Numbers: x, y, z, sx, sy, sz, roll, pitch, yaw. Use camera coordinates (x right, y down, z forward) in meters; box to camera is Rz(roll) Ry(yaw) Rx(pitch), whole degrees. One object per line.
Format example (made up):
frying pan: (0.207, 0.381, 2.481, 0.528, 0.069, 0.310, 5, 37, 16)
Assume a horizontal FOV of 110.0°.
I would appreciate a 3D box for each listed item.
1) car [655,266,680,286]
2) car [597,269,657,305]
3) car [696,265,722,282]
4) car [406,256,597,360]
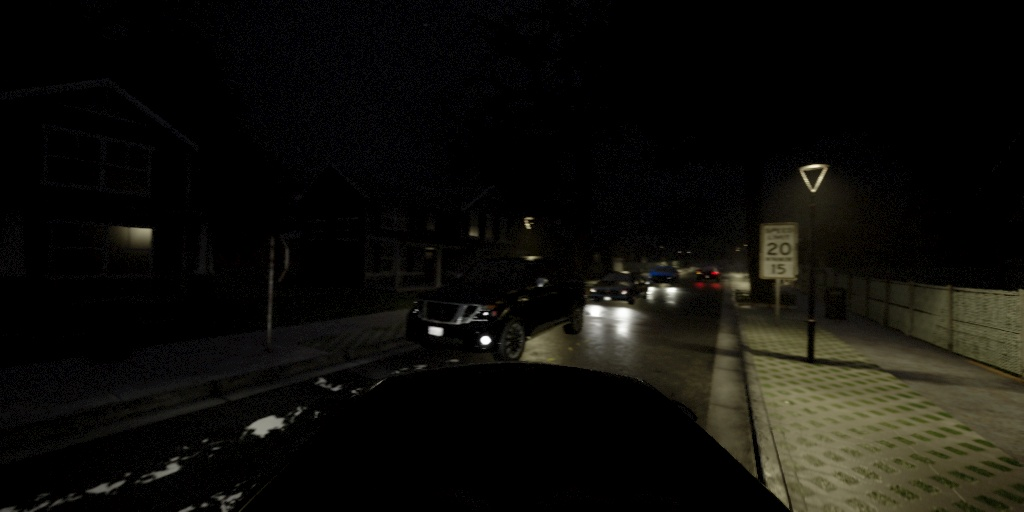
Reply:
car: (12.558, 1.584, 29.539, 1.882, 1.535, 5.008, 1, 0, 31)
car: (5.510, 1.486, 17.816, 2.033, 1.411, 5.357, 1, 0, 31)
car: (19.281, 1.757, 35.144, 1.812, 1.442, 4.674, 1, 0, 32)
car: (0.065, 1.016, 8.726, 2.150, 2.045, 5.566, 1, 0, 31)
